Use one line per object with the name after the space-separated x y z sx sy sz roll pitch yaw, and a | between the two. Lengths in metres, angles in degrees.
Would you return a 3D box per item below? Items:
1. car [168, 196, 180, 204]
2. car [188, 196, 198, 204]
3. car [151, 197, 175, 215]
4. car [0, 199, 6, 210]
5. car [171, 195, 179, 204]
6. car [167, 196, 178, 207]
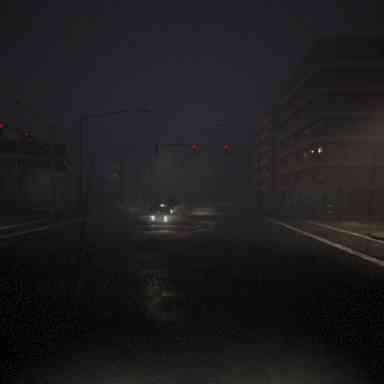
-3.409 1.564 62.547 1.994 1.385 4.181 0 0 0 | car
0.231 1.526 64.979 1.812 1.442 4.674 0 0 0 | car
-3.183 1.547 34.692 2.033 1.411 5.357 0 0 -1 | car
-24.063 1.456 38.891 3.806 1.475 1.970 0 0 1 | car
-3.344 1.352 52.529 2.097 1.767 4.553 0 0 0 | car
-3.268 1.564 43.933 1.994 1.385 4.181 0 0 -1 | car
